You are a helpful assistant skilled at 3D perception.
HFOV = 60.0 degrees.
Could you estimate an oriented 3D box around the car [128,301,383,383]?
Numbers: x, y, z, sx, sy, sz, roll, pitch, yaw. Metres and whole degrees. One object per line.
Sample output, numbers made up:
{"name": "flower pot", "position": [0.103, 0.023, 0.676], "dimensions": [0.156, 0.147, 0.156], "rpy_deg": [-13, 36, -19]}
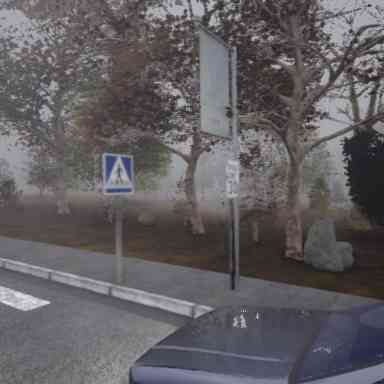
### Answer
{"name": "car", "position": [2.024, 1.494, 2.065], "dimensions": [5.357, 1.411, 2.033], "rpy_deg": [1, 2, 33]}
